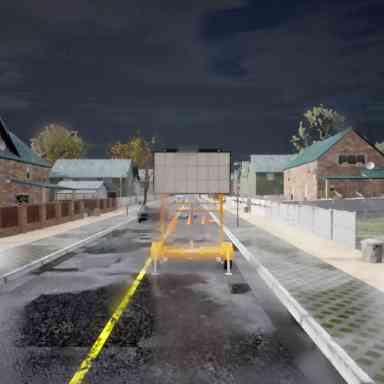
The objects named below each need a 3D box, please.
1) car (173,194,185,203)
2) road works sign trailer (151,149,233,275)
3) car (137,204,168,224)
[{"bbox_3d":[-2.757,1.214,72.003,2.150,2.045,5.566,0,0,0],"label":"car"},{"bbox_3d":[-0.001,0.467,10.427,2.380,3.560,2.880,0,0,0],"label":"road works sign trailer"},{"bbox_3d":[-2.853,1.606,24.848,1.895,1.301,4.718,0,0,0],"label":"car"}]
